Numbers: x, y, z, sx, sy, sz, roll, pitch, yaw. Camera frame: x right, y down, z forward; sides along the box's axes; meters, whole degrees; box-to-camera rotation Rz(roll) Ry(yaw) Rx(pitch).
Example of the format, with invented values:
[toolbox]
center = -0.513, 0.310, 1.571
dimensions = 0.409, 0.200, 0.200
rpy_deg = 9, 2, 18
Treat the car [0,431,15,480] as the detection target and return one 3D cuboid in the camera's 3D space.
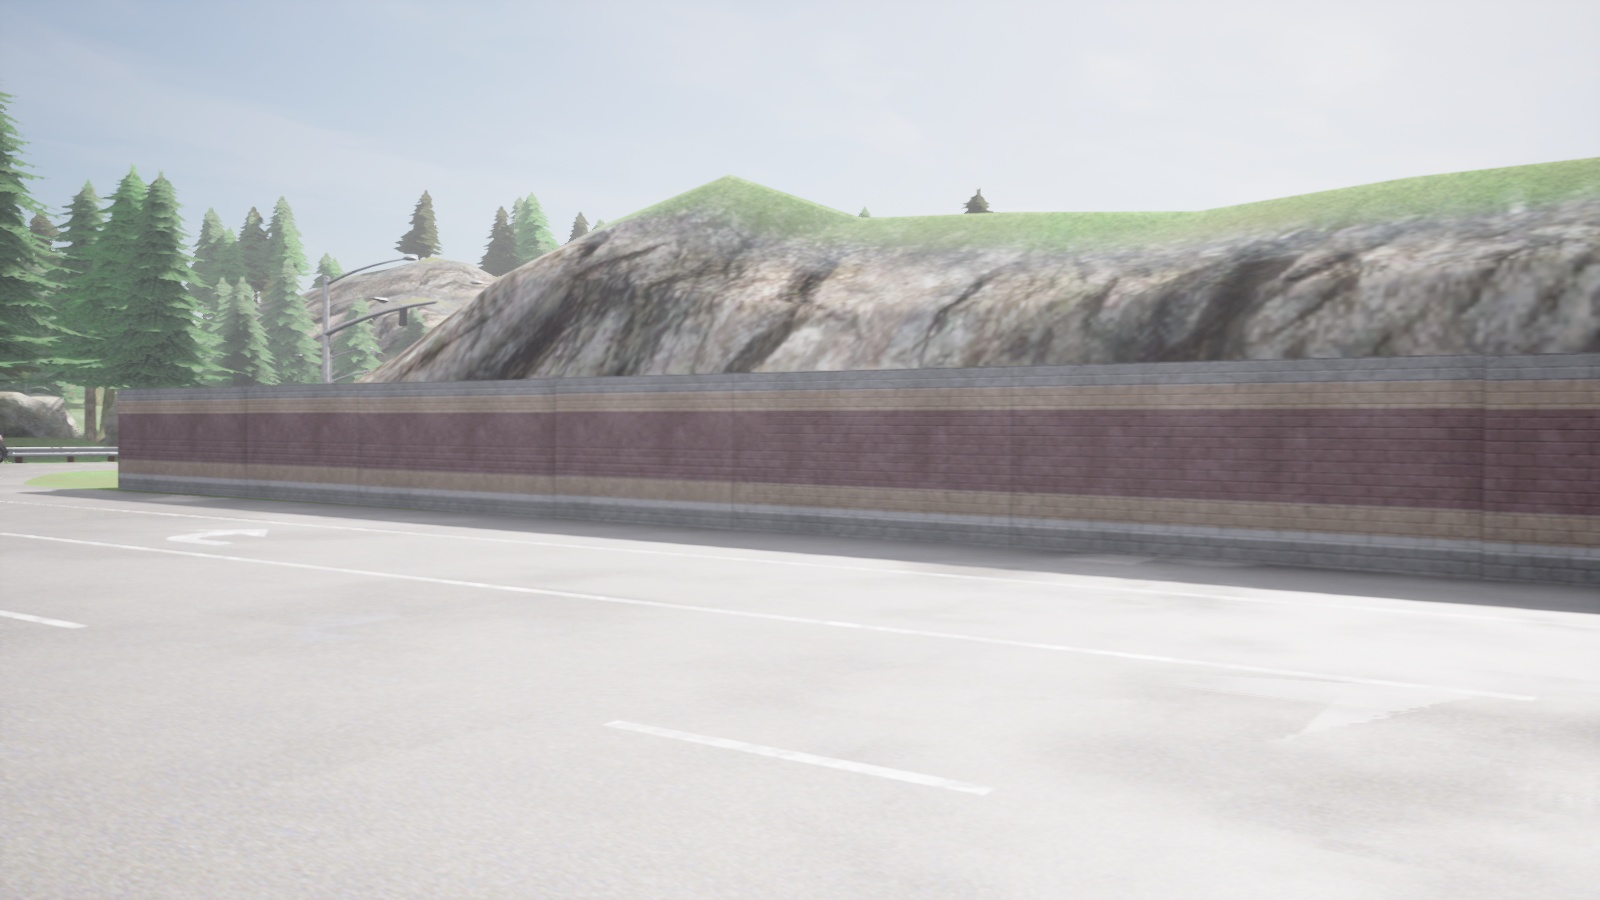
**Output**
[car]
center = -26.335, 0.316, 38.005
dimensions = 1.970, 1.475, 3.806
rpy_deg = 0, 5, 35
